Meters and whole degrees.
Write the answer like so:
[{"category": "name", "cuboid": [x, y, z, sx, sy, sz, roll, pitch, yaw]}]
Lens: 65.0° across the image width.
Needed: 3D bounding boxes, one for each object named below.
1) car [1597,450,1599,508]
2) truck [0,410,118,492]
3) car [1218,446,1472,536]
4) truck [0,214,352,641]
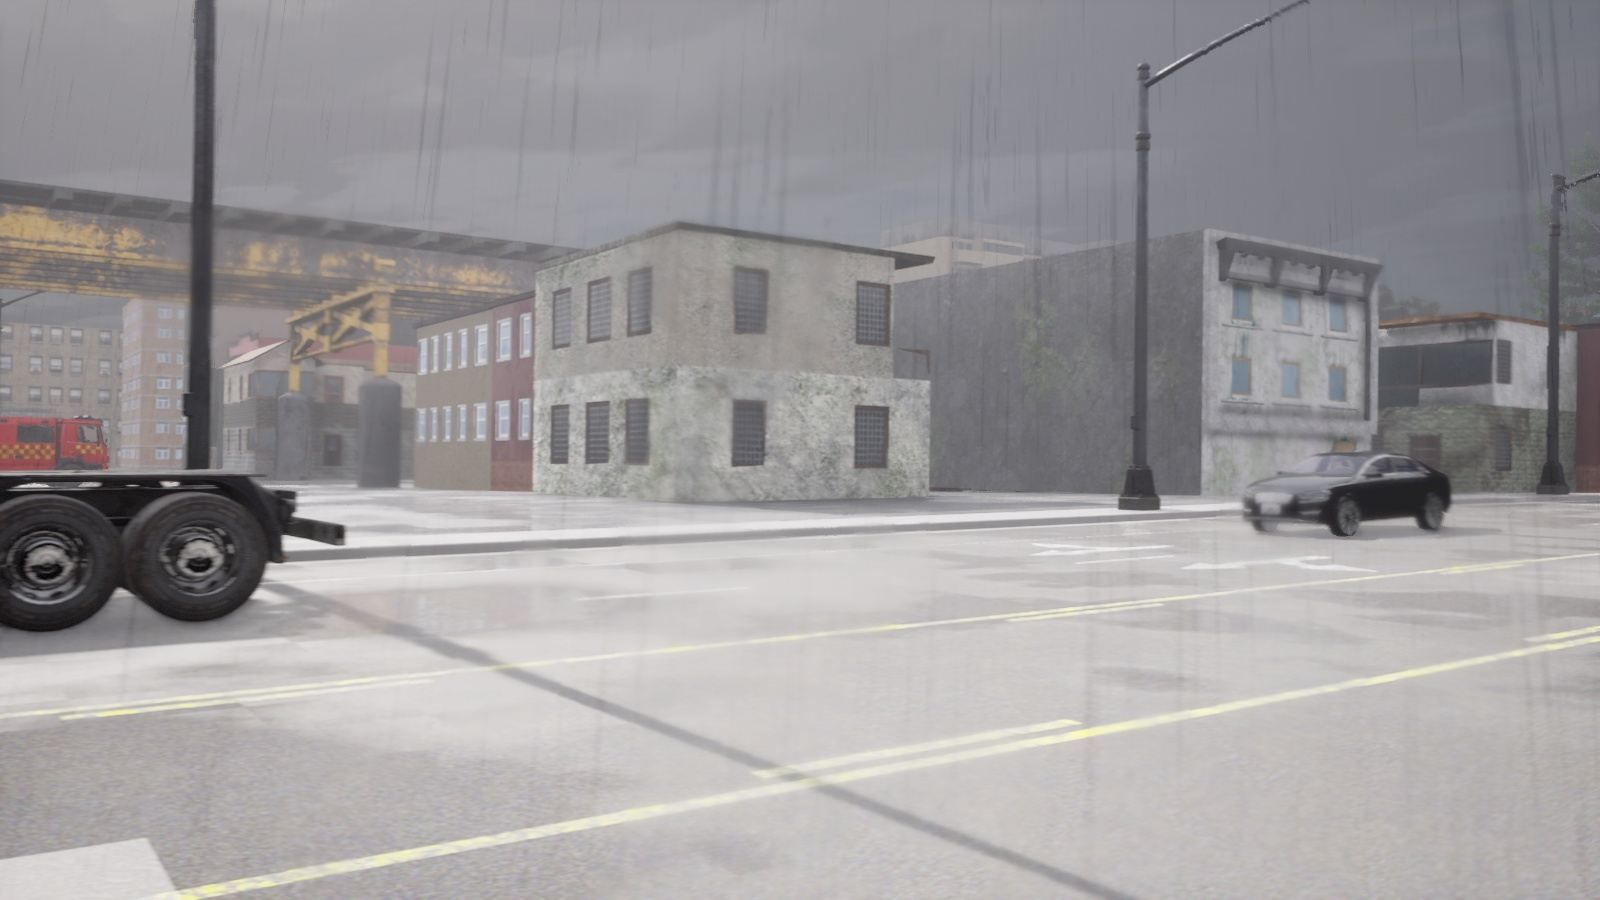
[{"category": "car", "cuboid": [22.402, 0.716, 32.045, 4.674, 1.442, 1.812, 0, 0, -35]}, {"category": "truck", "cuboid": [-37.693, 0.048, 59.965, 2.891, 3.827, 8.468, 0, -1, 43]}, {"category": "car", "cuboid": [10.304, 0.701, 23.623, 4.902, 1.511, 2.128, 0, 0, -35]}, {"category": "truck", "cuboid": [-8.282, -0.176, 10.690, 7.936, 3.462, 2.891, 0, 0, -35]}]
